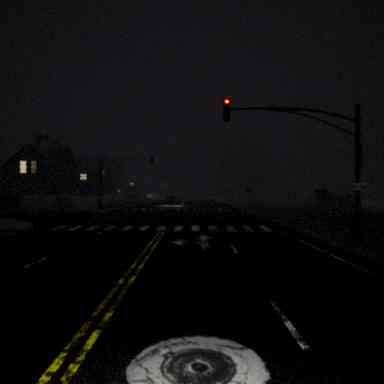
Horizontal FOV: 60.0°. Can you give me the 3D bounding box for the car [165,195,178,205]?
[{"bbox_3d":[-3.275,1.309,53.278,1.882,1.535,5.008,0,1,0],"label":"car"}]
